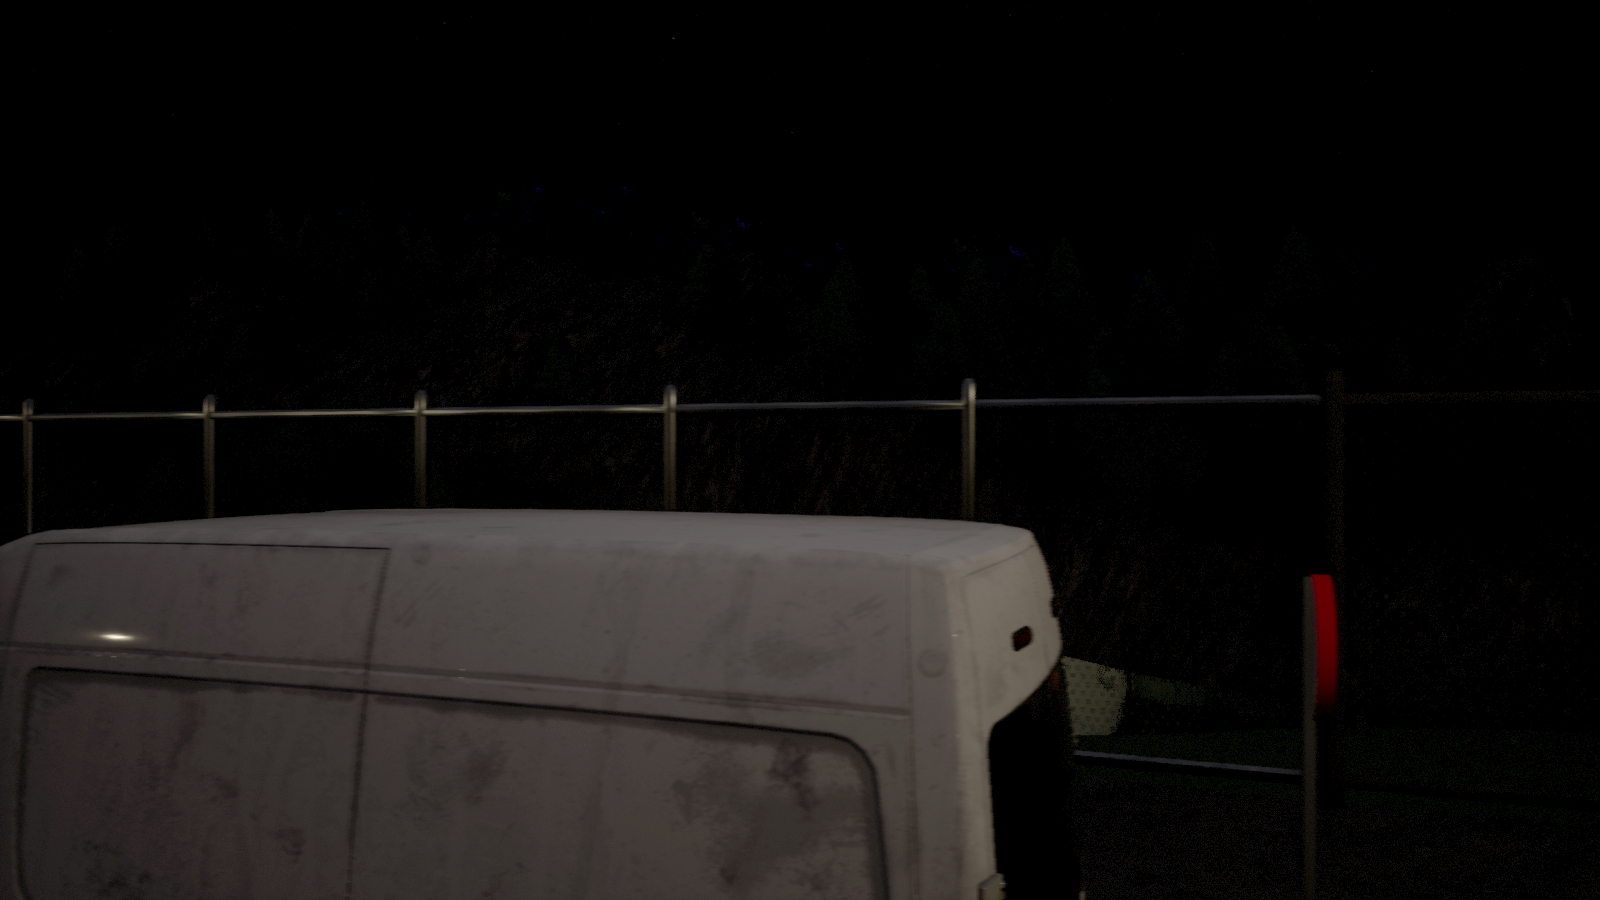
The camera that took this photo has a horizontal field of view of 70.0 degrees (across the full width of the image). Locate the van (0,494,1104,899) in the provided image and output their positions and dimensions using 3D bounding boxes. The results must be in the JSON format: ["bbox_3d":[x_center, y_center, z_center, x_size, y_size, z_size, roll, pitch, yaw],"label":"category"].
[{"bbox_3d":[-1.935,1.534,4.538,5.915,2.561,1.988,0,0,20],"label":"van"}]
